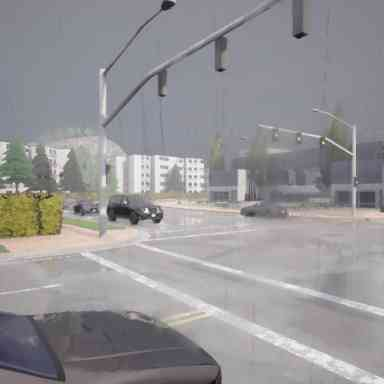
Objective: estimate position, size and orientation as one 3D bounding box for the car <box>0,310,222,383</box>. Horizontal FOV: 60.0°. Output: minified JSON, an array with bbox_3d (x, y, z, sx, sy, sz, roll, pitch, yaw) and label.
[{"bbox_3d":[-2.271,1.547,2.146,5.357,1.411,2.033,0,0,-35],"label":"car"}]

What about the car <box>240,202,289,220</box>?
[{"bbox_3d":[6.141,1.564,28.491,1.994,1.385,4.181,0,0,-38],"label":"car"}]

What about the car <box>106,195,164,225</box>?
[{"bbox_3d":[-4.344,1.221,24.566,2.150,2.045,5.566,0,0,-39],"label":"car"}]

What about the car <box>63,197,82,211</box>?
[{"bbox_3d":[-15.241,1.526,41.724,1.812,1.442,4.674,0,0,-22],"label":"car"}]

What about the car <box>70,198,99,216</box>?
[{"bbox_3d":[-10.216,1.564,32.645,1.994,1.385,4.181,0,0,-33],"label":"car"}]

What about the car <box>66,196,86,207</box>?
[{"bbox_3d":[-18.663,1.492,53.749,2.128,1.511,4.902,0,0,-8],"label":"car"}]

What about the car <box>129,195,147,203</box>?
[{"bbox_3d":[-11.235,1.477,68.959,1.882,1.535,5.008,0,0,14],"label":"car"}]
